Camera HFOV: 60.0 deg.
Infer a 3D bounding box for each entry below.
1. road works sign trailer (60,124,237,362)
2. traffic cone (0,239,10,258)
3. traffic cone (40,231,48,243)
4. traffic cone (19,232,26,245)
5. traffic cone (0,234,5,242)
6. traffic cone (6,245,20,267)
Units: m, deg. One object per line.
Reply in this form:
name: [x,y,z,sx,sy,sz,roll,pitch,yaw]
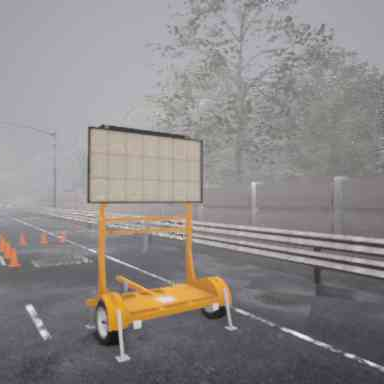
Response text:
road works sign trailer: [-0.911,0.619,6.435,2.380,3.560,2.880,1,-2,-34]
traffic cone: [-7.191,2.257,13.017,0.340,0.580,0.340,1,-2,-34]
traffic cone: [-7.778,2.361,17.449,0.340,0.580,0.340,1,-2,-34]
traffic cone: [-8.606,2.346,16.889,0.340,0.580,0.340,1,-2,-34]
traffic cone: [-8.313,2.294,14.672,0.340,0.580,0.340,1,-2,-34]
traffic cone: [-6.070,2.219,11.361,0.340,0.580,0.340,1,-2,-34]
